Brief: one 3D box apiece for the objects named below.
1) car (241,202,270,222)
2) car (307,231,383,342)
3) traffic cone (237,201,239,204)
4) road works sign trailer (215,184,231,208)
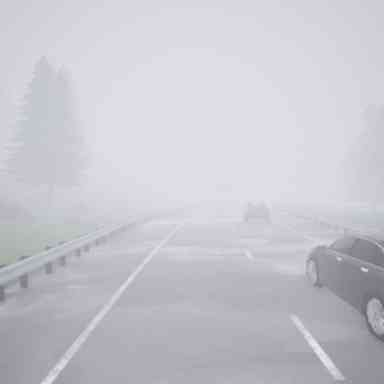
[{"bbox_3d":[5.005,1.534,26.463,2.128,1.511,4.902,0,0,5],"label":"car"},{"bbox_3d":[3.749,1.519,6.446,1.837,1.490,4.892,0,0,1],"label":"car"},{"bbox_3d":[7.644,2.042,57.676,0.340,0.580,0.340,0,0,12],"label":"traffic cone"},{"bbox_3d":[4.785,0.539,51.118,2.380,3.560,2.880,0,0,12],"label":"road works sign trailer"}]
